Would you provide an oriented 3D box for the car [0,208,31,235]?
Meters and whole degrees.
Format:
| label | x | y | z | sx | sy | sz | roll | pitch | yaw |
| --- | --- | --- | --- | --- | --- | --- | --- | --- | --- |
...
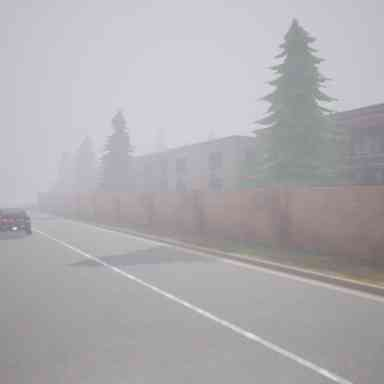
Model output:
| label | x | y | z | sx | sy | sz | roll | pitch | yaw |
| --- | --- | --- | --- | --- | --- | --- | --- | --- | --- |
| car | -10.735 | 1.693 | 19.563 | 1.837 | 1.490 | 4.892 | 0 | -1 | -34 |
